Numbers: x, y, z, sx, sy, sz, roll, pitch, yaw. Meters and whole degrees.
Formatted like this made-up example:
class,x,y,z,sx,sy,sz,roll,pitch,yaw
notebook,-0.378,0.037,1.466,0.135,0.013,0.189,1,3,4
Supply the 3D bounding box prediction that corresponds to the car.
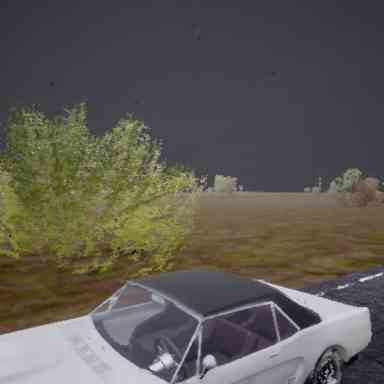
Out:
class,x,y,z,sx,sy,sz,roll,pitch,yaw
car,-0.224,1.606,3.350,4.718,1.301,1.895,0,0,-37
